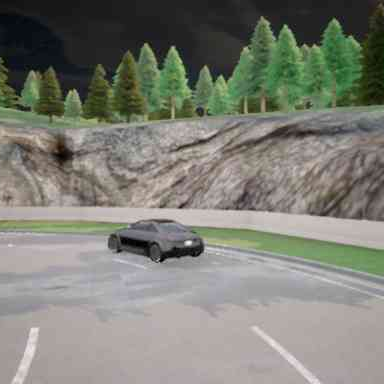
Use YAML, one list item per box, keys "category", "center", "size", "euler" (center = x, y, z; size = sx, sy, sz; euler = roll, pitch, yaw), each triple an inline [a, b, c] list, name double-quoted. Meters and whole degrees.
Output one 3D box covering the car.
- category: "car"
  center: [-1.487, 1.709, 12.708]
  size: [1.994, 1.385, 4.181]
  euler: [1, -1, -43]
